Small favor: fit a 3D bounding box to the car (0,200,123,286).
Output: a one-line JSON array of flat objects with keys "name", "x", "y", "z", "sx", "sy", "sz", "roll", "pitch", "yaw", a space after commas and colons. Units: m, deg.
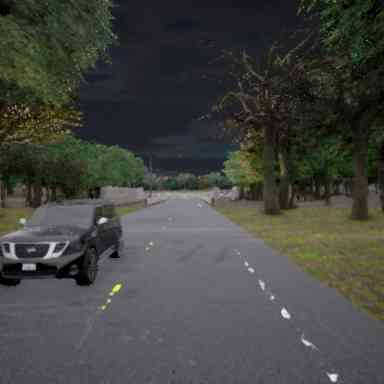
[{"name": "car", "x": -3.552, "y": 1.279, "z": 9.982, "sx": 2.150, "sy": 2.045, "sz": 5.566, "roll": 0, "pitch": 0, "yaw": 0}]
